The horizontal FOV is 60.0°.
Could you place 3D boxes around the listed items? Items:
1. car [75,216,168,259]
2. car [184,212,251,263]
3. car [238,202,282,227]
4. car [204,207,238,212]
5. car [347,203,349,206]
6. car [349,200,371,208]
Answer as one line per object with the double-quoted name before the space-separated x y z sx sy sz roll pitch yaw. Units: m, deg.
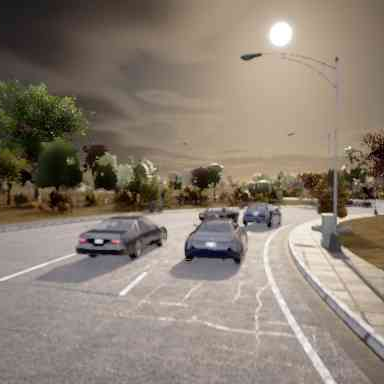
"car" -2.476 1.644 13.089 2.033 1.411 5.357 0 0 12
"car" 1.036 1.686 12.692 1.994 1.385 4.181 0 0 12
"car" 5.432 1.621 25.332 2.097 1.767 4.553 1 -1 27
"car" 2.305 1.839 26.916 1.895 1.301 4.718 1 0 27
"car" 30.187 2.091 65.964 5.008 1.535 1.882 0 1 -40
"car" 32.428 2.183 63.276 4.674 1.442 1.812 0 1 -40
